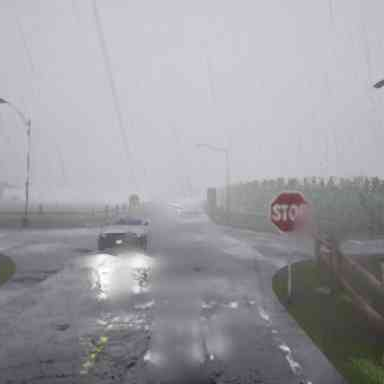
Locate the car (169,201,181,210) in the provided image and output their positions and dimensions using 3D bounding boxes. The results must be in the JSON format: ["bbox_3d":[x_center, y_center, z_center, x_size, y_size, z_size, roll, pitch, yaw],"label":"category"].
[{"bbox_3d":[-2.880,2.201,55.390,1.812,1.442,4.674,0,-1,0],"label":"car"}]

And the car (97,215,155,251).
[{"bbox_3d":[-2.782,1.749,14.824,1.994,1.385,4.181,0,-1,0],"label":"car"}]
